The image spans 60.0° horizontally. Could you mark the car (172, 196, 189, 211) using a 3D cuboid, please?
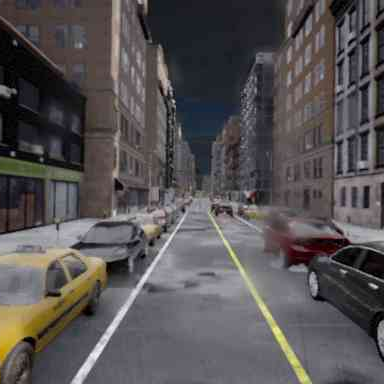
[{"bbox_3d":[-1.848,1.677,43.082,2.192,1.841,5.009,1,0,1],"label":"car"}]

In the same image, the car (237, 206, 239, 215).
[{"bbox_3d":[6.064,2.019,37.501,1.802,1.307,4.206,1,0,1],"label":"car"}]

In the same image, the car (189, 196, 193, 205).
[{"bbox_3d":[-1.332,2.151,69.538,2.008,1.369,4.403,1,0,1],"label":"car"}]

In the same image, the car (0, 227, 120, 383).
[{"bbox_3d":[-2.599,1.533,5.030,1.752,1.417,4.829,1,-1,1],"label":"car"}]

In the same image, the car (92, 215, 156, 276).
[{"bbox_3d":[-2.490,1.627,10.611,1.947,1.339,4.313,1,-1,1],"label":"car"}]

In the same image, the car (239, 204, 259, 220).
[{"bbox_3d":[5.962,1.915,32.260,1.752,1.417,4.829,1,0,1],"label":"car"}]

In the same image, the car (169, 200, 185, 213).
[{"bbox_3d":[-2.065,1.815,32.258,2.008,1.369,4.403,1,0,1],"label":"car"}]

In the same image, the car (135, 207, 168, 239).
[{"bbox_3d":[-2.387,1.637,15.853,1.752,1.417,4.829,1,-1,1],"label":"car"}]

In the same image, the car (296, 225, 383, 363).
[{"bbox_3d":[3.520,1.615,5.775,1.837,1.490,4.892,1,-1,1],"label":"car"}]

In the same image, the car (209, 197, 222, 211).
[{"bbox_3d":[3.555,1.956,46.676,1.882,1.535,5.008,1,0,-1],"label":"car"}]

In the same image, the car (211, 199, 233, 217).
[{"bbox_3d":[3.465,1.895,36.885,1.837,1.490,4.892,1,-1,2],"label":"car"}]

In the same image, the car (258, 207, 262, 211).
[{"bbox_3d":[5.745,1.855,21.266,1.947,1.339,4.313,1,-1,1],"label":"car"}]

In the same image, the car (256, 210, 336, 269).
[{"bbox_3d":[3.747,1.648,11.770,1.882,1.535,5.008,1,-1,1],"label":"car"}]

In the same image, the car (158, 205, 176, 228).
[{"bbox_3d":[-2.278,1.747,21.434,1.802,1.307,4.206,1,-1,1],"label":"car"}]

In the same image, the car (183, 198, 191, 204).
[{"bbox_3d":[-1.121,2.220,80.273,1.752,1.417,4.829,1,0,1],"label":"car"}]

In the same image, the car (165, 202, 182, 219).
[{"bbox_3d":[-2.171,1.766,26.846,2.008,1.369,4.403,1,-1,1],"label":"car"}]

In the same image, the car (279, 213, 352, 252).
[{"bbox_3d":[5.638,1.803,15.855,1.947,1.339,4.313,1,-1,1],"label":"car"}]
